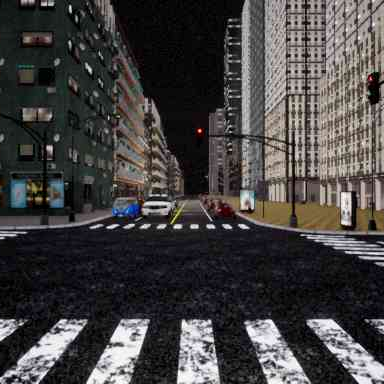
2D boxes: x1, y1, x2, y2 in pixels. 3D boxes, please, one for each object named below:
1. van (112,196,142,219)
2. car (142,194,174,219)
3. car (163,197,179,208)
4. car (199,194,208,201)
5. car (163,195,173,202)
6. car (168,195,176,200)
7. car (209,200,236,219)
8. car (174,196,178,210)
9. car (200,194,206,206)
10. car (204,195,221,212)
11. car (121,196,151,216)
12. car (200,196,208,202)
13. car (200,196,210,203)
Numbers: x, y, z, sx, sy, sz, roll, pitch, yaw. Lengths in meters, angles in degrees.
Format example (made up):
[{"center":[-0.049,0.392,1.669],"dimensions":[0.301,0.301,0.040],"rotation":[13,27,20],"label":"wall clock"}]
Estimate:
[{"center":[-5.648,1.351,28.469],"dimensions":[1.690,1.788,3.998],"rotation":[0,0,0],"label":"van"},{"center":[-3.066,1.233,29.635],"dimensions":[2.150,2.045,5.566],"rotation":[0,0,0],"label":"car"},{"center":[-3.030,1.570,49.903],"dimensions":[2.033,1.411,5.357],"rotation":[0,0,0],"label":"car"},{"center":[2.799,1.373,83.735],"dimensions":[2.192,1.841,5.009],"rotation":[0,0,0],"label":"car"},{"center":[-5.589,1.491,78.218],"dimensions":[1.967,1.590,4.097],"rotation":[0,0,0],"label":"car"},{"center":[-5.570,1.639,94.801],"dimensions":[1.947,1.339,4.313],"rotation":[0,0,0],"label":"car"},{"center":[2.731,1.591,28.458],"dimensions":[1.802,1.307,4.206],"rotation":[0,0,0],"label":"car"},{"center":[-3.047,1.541,39.809],"dimensions":[1.812,1.442,4.674],"rotation":[0,0,1],"label":"car"},{"center":[2.765,1.467,56.097],"dimensions":[1.967,1.590,4.097],"rotation":[0,0,0],"label":"car"},{"center":[2.745,1.455,39.514],"dimensions":[1.967,1.590,4.097],"rotation":[0,0,0],"label":"car"},{"center":[-5.641,1.327,33.997],"dimensions":[2.192,1.841,5.009],"rotation":[0,0,0],"label":"car"},{"center":[2.791,1.633,78.207],"dimensions":[1.802,1.307,4.206],"rotation":[0,0,0],"label":"car"},{"center":[2.784,1.590,72.679],"dimensions":[1.887,1.381,4.507],"rotation":[0,0,0],"label":"car"}]
